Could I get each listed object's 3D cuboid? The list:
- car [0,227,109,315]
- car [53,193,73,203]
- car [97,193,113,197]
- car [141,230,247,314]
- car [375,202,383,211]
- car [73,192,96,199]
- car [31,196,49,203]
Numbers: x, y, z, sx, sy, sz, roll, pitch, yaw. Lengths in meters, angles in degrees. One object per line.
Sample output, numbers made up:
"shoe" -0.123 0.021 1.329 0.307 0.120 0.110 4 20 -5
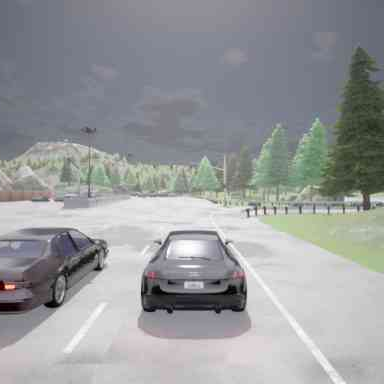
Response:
"car" -3.464 1.547 7.846 2.033 1.411 5.357 0 0 0
"car" -25.074 1.343 64.092 1.994 1.385 4.181 0 0 0
"car" -21.785 1.233 81.907 2.128 1.511 4.902 0 0 -1
"car" 0.035 1.563 7.694 1.994 1.385 4.181 0 0 0
"car" 22.450 1.474 36.540 4.181 1.385 1.994 0 0 12
"car" -21.596 1.130 66.866 2.097 1.767 4.553 0 0 -1
"car" -28.557 1.350 62.500 1.994 1.385 4.181 0 0 0
